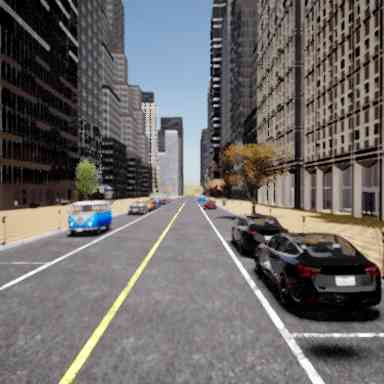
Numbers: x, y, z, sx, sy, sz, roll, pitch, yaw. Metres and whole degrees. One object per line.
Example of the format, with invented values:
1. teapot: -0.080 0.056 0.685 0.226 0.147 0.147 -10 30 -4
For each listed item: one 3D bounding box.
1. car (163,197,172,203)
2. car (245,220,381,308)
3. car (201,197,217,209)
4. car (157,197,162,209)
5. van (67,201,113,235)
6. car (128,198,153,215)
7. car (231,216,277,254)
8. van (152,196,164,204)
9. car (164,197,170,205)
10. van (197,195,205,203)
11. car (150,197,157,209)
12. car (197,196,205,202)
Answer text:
1. car: -5.911 1.909 80.963 2.008 1.369 4.403 -1 0 0
2. car: 2.664 1.585 7.860 1.947 1.339 4.313 -1 0 0
3. car: 2.560 1.757 47.236 1.802 1.307 4.206 -1 0 0
4. car: -5.821 1.741 47.214 1.887 1.381 4.507 -1 0 0
5. van: -5.750 1.421 19.089 1.690 1.788 3.998 -1 0 0
6. car: -5.791 1.697 35.963 2.008 1.369 4.403 -1 0 0
7. car: 2.649 1.605 13.485 1.947 1.339 4.313 -1 0 0
8. van: -5.840 1.563 52.839 1.690 1.788 3.998 -1 0 0
9. car: -5.866 1.819 64.088 1.887 1.381 4.507 -1 0 0
10. van: 2.465 1.678 80.987 1.690 1.788 3.998 -1 0 0
11. car: -5.806 1.695 41.419 1.752 1.417 4.829 -1 0 0
12. car: 2.437 1.837 92.236 1.967 1.590 4.097 -1 0 0
